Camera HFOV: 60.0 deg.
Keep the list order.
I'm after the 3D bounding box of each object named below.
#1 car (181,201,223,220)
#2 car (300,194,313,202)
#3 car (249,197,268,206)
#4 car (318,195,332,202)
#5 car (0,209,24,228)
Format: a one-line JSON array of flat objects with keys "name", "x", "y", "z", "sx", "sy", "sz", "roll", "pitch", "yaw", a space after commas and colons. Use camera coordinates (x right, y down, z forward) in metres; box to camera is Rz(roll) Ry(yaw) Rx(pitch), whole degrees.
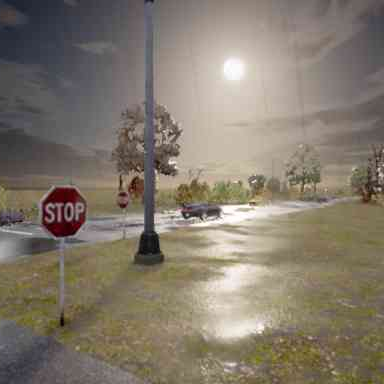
[{"name": "car", "x": 0.982, "y": 1.587, "z": 28.795, "sx": 1.837, "sy": 1.490, "sz": 4.892, "roll": 0, "pitch": 0, "yaw": 34}, {"name": "car", "x": 28.572, "y": 1.425, "z": 82.780, "sx": 2.150, "sy": 2.045, "sz": 5.566, "roll": 0, "pitch": 0, "yaw": 34}, {"name": "car", "x": 11.391, "y": 1.640, "z": 57.033, "sx": 1.882, "sy": 1.535, "sz": 5.008, "roll": 0, "pitch": 0, "yaw": 34}, {"name": "car", "x": 32.352, "y": 1.568, "z": 81.644, "sx": 2.097, "sy": 1.767, "sz": 4.553, "roll": 0, "pitch": 0, "yaw": 30}, {"name": "car", "x": -13.162, "y": 1.581, "z": 20.243, "sx": 2.033, "sy": 1.411, "sz": 5.357, "roll": 0, "pitch": 0, "yaw": 34}]
